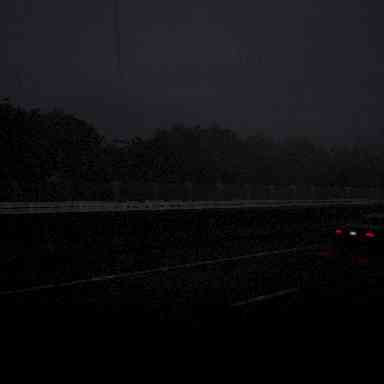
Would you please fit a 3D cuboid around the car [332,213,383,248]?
[{"bbox_3d":[8.045,1.605,13.794,5.357,1.411,2.033,0,0,-35],"label":"car"}]
